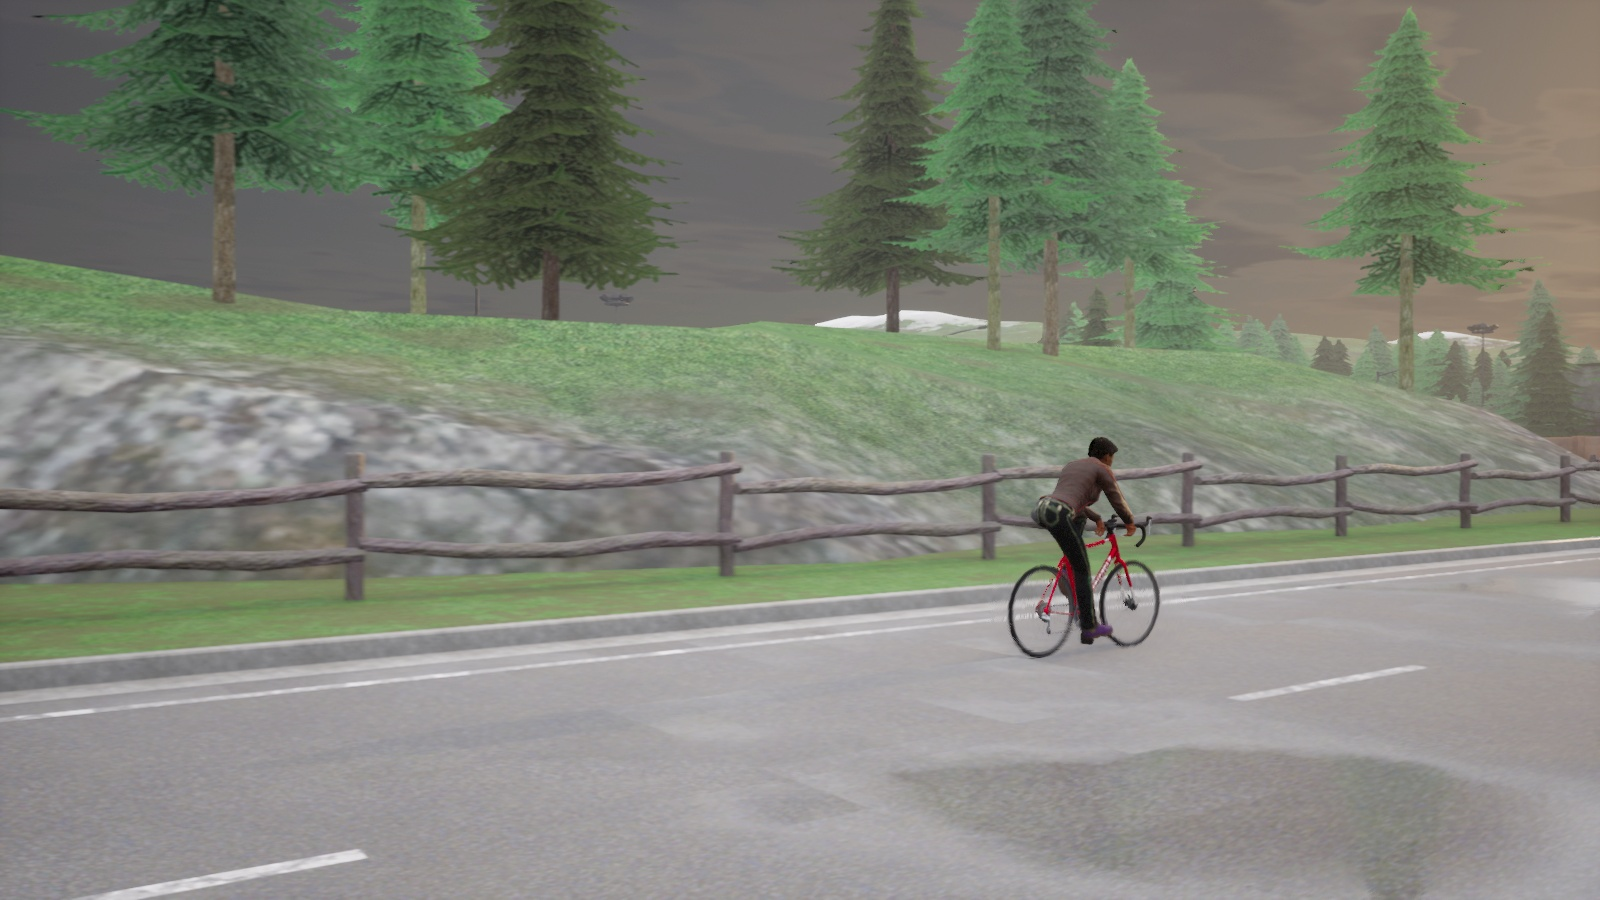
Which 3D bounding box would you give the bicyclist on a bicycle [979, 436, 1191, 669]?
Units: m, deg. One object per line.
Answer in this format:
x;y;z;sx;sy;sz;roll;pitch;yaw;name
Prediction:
2.159;0.716;9.426;1.656;1.620;0.582;0;0;-35;bicyclist on a bicycle
